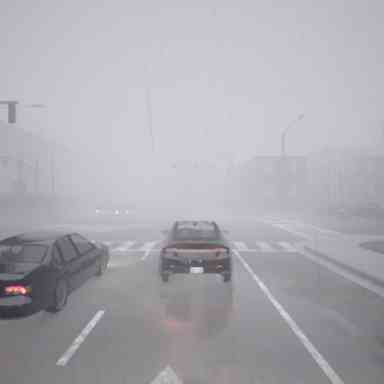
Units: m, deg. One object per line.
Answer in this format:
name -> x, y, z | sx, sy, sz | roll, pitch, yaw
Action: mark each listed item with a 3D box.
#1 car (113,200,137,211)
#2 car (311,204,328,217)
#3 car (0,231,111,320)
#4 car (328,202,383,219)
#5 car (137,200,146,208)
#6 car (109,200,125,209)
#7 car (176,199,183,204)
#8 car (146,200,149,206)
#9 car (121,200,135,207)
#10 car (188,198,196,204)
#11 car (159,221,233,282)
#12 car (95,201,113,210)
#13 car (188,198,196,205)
car -> -10.592, 2.124, 52.893 | 1.882, 1.535, 5.008 | 0, -1, 0
car -> 15.719, 1.941, 36.716 | 4.902, 1.511, 2.128 | 0, -1, 0
car -> -3.421, 1.644, 7.808 | 2.033, 1.411, 5.357 | 0, -1, 0
car -> 16.547, 1.758, 33.218 | 4.553, 1.767, 2.097 | 0, -1, 0
car -> -10.528, 2.241, 62.467 | 1.882, 1.535, 5.008 | 0, -1, 1
car -> -14.024, 2.287, 62.301 | 1.812, 1.442, 4.674 | 0, -1, 1
car -> -3.483, 2.640, 91.414 | 1.812, 1.442, 4.674 | 0, -1, 0
car -> -10.487, 2.434, 72.172 | 1.994, 1.385, 4.181 | 0, -1, 0
car -> -13.986, 2.429, 72.837 | 2.033, 1.411, 5.357 | 0, -1, 0
car -> 0.017, 2.471, 91.400 | 2.097, 1.767, 4.553 | 0, -1, 0
car -> 0.107, 1.616, 10.101 | 2.128, 1.511, 4.902 | 0, -1, 0
car -> -14.076, 2.219, 53.603 | 1.994, 1.385, 4.181 | 0, -1, 0
car -> 0.015, 2.491, 81.157 | 1.837, 1.490, 4.892 | 0, -1, 0
